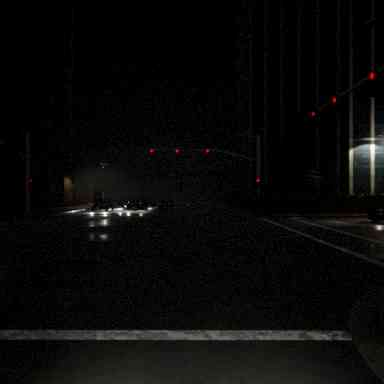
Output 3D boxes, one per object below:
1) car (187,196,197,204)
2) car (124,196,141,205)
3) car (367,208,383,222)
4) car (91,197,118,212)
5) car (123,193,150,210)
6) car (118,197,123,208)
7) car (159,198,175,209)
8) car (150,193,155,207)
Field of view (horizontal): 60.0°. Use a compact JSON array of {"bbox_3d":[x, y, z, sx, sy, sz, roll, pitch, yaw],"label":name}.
[{"bbox_3d":[-0.043,1.526,64.911,1.812,1.442,4.674,0,0,0],"label":"car"},{"bbox_3d":[-10.591,1.491,59.299,2.128,1.511,4.902,0,0,0],"label":"car"},{"bbox_3d":[15.467,1.478,24.278,5.008,1.535,1.882,0,0,-1],"label":"car"},{"bbox_3d":[-10.606,1.526,39.847,1.812,1.442,4.674,0,0,0],"label":"car"},{"bbox_3d":[-7.126,1.352,43.355,2.097,1.767,4.553,0,0,0],"label":"car"},{"bbox_3d":[-10.625,1.491,49.116,2.128,1.511,4.902,0,0,0],"label":"car"},{"bbox_3d":[-3.418,1.547,45.387,2.033,1.411,5.357,0,0,0],"label":"car"},{"bbox_3d":[-7.121,1.221,52.856,2.150,2.045,5.566,0,0,0],"label":"car"}]
